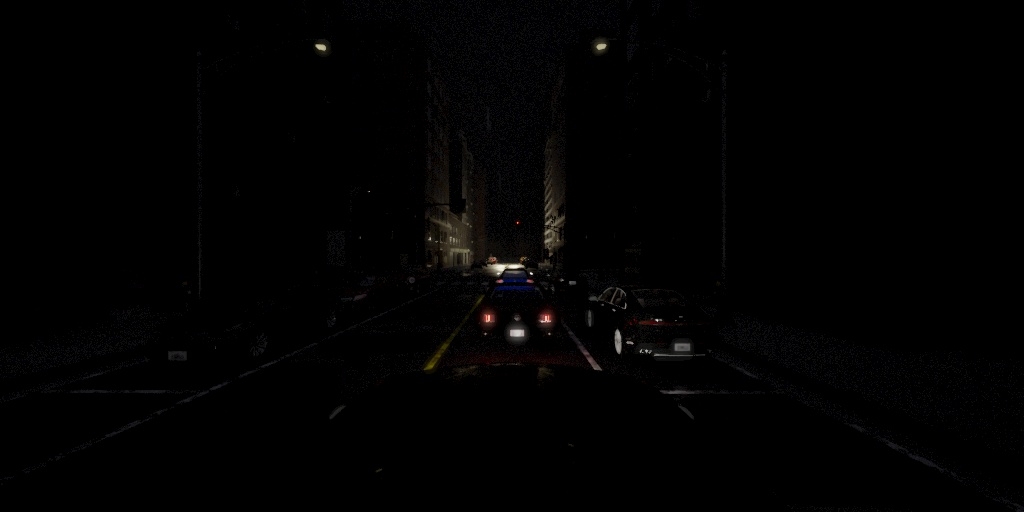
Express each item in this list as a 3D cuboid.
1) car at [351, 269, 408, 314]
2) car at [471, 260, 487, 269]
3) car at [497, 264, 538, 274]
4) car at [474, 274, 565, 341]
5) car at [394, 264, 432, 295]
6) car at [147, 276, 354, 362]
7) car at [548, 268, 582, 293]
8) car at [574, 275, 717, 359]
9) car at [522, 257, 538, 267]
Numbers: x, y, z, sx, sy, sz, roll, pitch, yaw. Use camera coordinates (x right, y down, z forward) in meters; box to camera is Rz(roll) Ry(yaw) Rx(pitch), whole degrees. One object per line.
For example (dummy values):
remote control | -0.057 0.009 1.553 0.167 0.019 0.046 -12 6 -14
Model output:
car | -5.631 1.332 13.744 1.802 1.307 4.207 0 0 0
car | -5.457 1.367 56.347 1.802 1.307 4.207 0 0 0
car | 0.151 1.314 18.600 1.994 1.385 4.181 0 0 1
car | 0.121 1.351 9.840 1.895 1.301 4.718 0 0 0
car | -5.612 1.190 19.246 1.967 1.591 4.097 0 0 0
car | -5.648 1.315 8.243 1.948 1.339 4.313 0 0 0
car | 2.913 1.316 19.218 1.948 1.339 4.313 0 0 0
car | 2.877 1.300 8.215 2.007 1.370 4.403 0 0 0
car | 3.069 1.225 56.306 1.967 1.591 4.097 0 0 0
